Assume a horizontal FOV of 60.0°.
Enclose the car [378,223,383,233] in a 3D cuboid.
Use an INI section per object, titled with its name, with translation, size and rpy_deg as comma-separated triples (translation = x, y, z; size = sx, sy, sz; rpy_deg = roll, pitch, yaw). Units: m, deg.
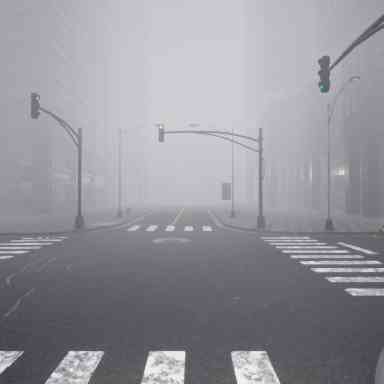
[car]
translation = 11.755, 1.564, 16.220
size = 4.829, 1.417, 1.752
rpy_deg = 0, -1, 0
